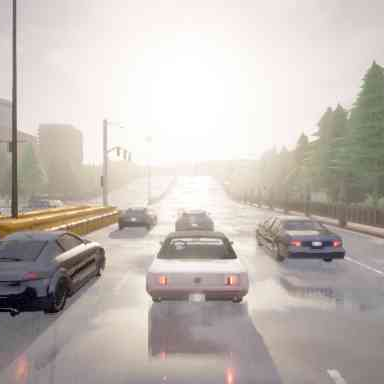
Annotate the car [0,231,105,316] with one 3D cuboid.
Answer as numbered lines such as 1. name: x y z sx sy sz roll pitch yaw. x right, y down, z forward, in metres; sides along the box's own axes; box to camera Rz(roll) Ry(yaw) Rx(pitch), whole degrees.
1. car: -3.389 1.564 7.605 1.994 1.385 4.181 0 0 0

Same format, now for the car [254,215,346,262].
1. car: 3.615 1.547 12.143 2.033 1.411 5.357 0 0 0

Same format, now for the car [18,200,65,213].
1. car: -10.506 1.351 23.336 2.097 1.767 4.553 0 0 1

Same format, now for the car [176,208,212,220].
1. car: 0.124 1.564 18.019 1.994 1.385 4.181 0 0 0

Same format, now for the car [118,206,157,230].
1. car: -3.374 1.563 21.248 1.994 1.385 4.181 0 0 0

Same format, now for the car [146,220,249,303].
1. car: 0.109 1.601 8.169 1.895 1.301 4.718 0 0 0
